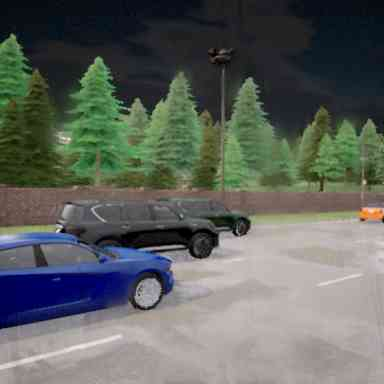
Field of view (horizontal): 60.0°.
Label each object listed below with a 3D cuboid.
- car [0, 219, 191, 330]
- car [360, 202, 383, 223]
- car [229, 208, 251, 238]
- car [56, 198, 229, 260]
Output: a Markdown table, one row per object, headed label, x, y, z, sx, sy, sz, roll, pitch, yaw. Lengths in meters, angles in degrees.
| label | x | y | z | sx | sy | sz | roll | pitch | yaw |
| --- | --- | --- | --- | --- | --- | --- | --- | --- | --- |
| car | -2.669 | 1.490 | 6.143 | 5.008 | 1.535 | 1.882 | 1 | 0 | -36 |
| car | 16.310 | 1.638 | 28.317 | 4.553 | 1.767 | 2.097 | 1 | 0 | -36 |
| car | 0.515 | 1.320 | 17.025 | 5.566 | 2.045 | 2.150 | 1 | 0 | -36 |
| car | -1.670 | 1.270 | 11.160 | 5.566 | 2.045 | 2.150 | 1 | 0 | -36 |
